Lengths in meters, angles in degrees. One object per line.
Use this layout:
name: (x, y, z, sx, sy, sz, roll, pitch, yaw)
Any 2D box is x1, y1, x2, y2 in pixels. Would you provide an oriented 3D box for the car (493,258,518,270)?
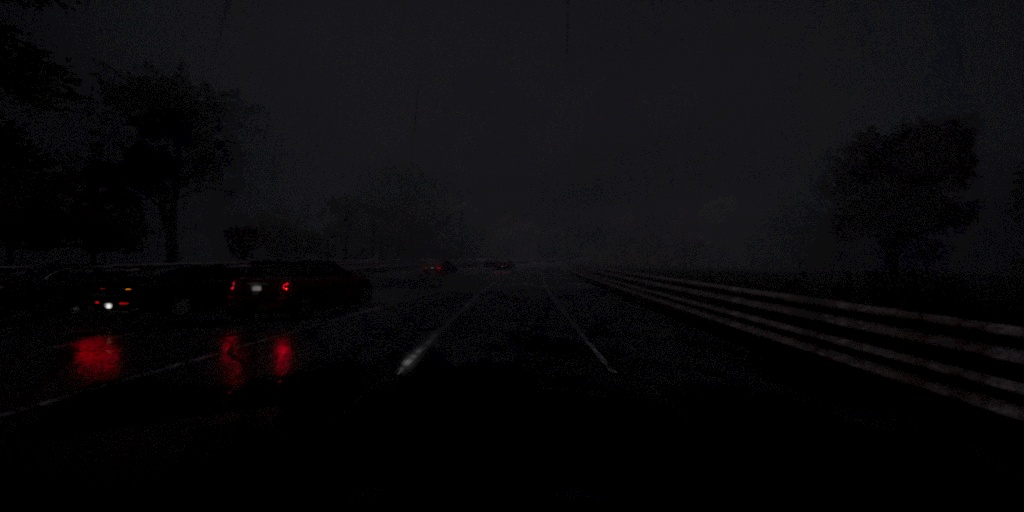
car: (-0.811, 1.129, 47.954, 1.812, 1.442, 4.674, 0, 0, 10)

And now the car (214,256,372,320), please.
car: (-6.482, 0.886, 11.605, 2.097, 1.767, 4.553, 0, 0, 8)

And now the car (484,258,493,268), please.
car: (-2.912, 1.086, 55.861, 1.882, 1.535, 5.008, 0, 0, 11)

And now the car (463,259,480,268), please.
car: (-6.453, 1.161, 55.965, 1.994, 1.385, 4.181, 0, 0, 11)

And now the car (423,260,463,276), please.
car: (-6.700, 1.111, 34.321, 2.033, 1.411, 5.357, 0, 0, 9)

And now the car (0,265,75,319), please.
car: (-13.555, 1.000, 11.492, 2.128, 1.511, 4.902, 0, 0, 7)

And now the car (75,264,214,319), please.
car: (-10.009, 1.027, 11.575, 1.837, 1.490, 4.892, 0, 0, 7)
